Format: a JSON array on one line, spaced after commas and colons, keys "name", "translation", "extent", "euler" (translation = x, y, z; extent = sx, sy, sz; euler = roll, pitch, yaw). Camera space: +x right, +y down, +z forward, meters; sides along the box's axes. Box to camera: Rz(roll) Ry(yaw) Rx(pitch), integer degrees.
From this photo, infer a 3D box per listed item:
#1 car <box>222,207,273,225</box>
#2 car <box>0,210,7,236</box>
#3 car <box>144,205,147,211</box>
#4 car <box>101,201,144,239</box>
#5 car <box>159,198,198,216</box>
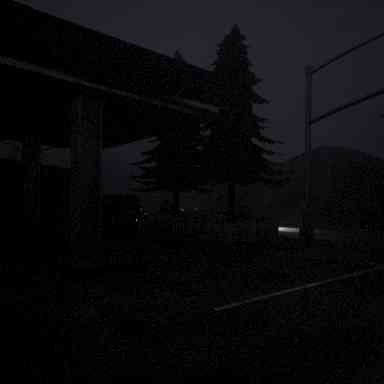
[{"name": "car", "translation": [4.056, 1.816, 25.000], "extent": [1.994, 1.385, 4.181], "euler": [1, 0, -35]}, {"name": "car", "translation": [-11.693, 1.519, 18.449], "extent": [2.242, 1.667, 4.611], "euler": [1, 0, -36]}, {"name": "car", "translation": [-7.515, 1.664, 41.302], "extent": [2.033, 1.411, 5.357], "euler": [1, 0, -35]}, {"name": "car", "translation": [-4.562, 1.445, 18.268], "extent": [1.905, 1.878, 3.866], "euler": [1, 0, -36]}, {"name": "car", "translation": [-1.365, 1.541, 32.638], "extent": [2.097, 1.767, 4.553], "euler": [1, 0, -36]}]
